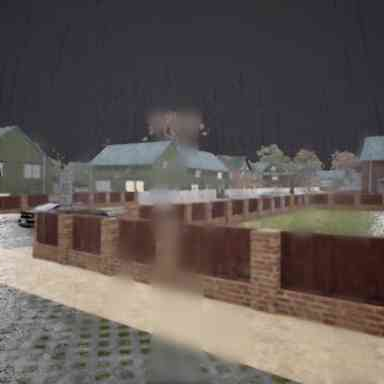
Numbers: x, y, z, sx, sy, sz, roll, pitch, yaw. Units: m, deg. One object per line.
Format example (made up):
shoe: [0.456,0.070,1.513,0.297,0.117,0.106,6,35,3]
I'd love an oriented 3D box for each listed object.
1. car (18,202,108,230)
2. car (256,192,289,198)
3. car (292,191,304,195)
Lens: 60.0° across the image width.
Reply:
car: [-6.953,1.278,18.552,1.882,1.535,5.008,2,2,35]
car: [10.729,0.804,43.541,2.033,1.411,5.357,2,2,35]
car: [16.212,0.608,51.411,1.812,1.442,4.674,2,2,35]
